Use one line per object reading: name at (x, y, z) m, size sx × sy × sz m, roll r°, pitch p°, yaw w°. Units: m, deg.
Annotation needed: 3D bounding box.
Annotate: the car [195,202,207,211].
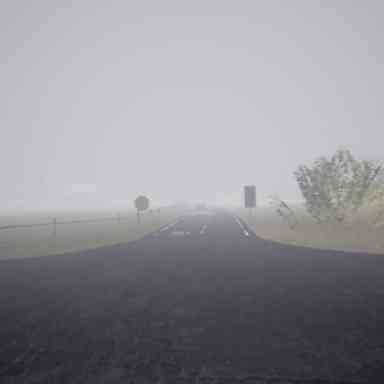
car at (1.389, 2.312, 53.228) m, size 1.895 × 1.301 × 4.718 m, roll -1°, pitch -1°, yaw 2°
